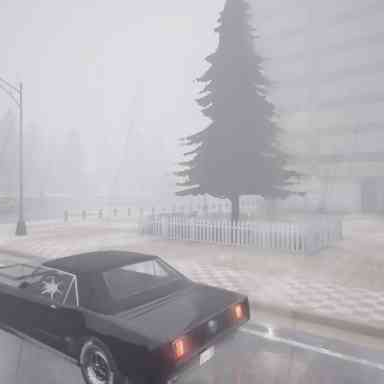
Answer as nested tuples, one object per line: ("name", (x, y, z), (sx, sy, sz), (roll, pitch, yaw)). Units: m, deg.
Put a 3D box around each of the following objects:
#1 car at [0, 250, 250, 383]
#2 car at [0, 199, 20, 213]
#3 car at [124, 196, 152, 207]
("car", (-1.622, 1.601, 5.166), (4.718, 1.301, 1.895), (0, 0, 36))
("car", (-20.380, 1.478, 34.116), (1.882, 1.535, 5.008), (0, 0, 36))
("car", (-8.215, 1.352, 50.965), (2.097, 1.767, 4.553), (0, 0, 36))
